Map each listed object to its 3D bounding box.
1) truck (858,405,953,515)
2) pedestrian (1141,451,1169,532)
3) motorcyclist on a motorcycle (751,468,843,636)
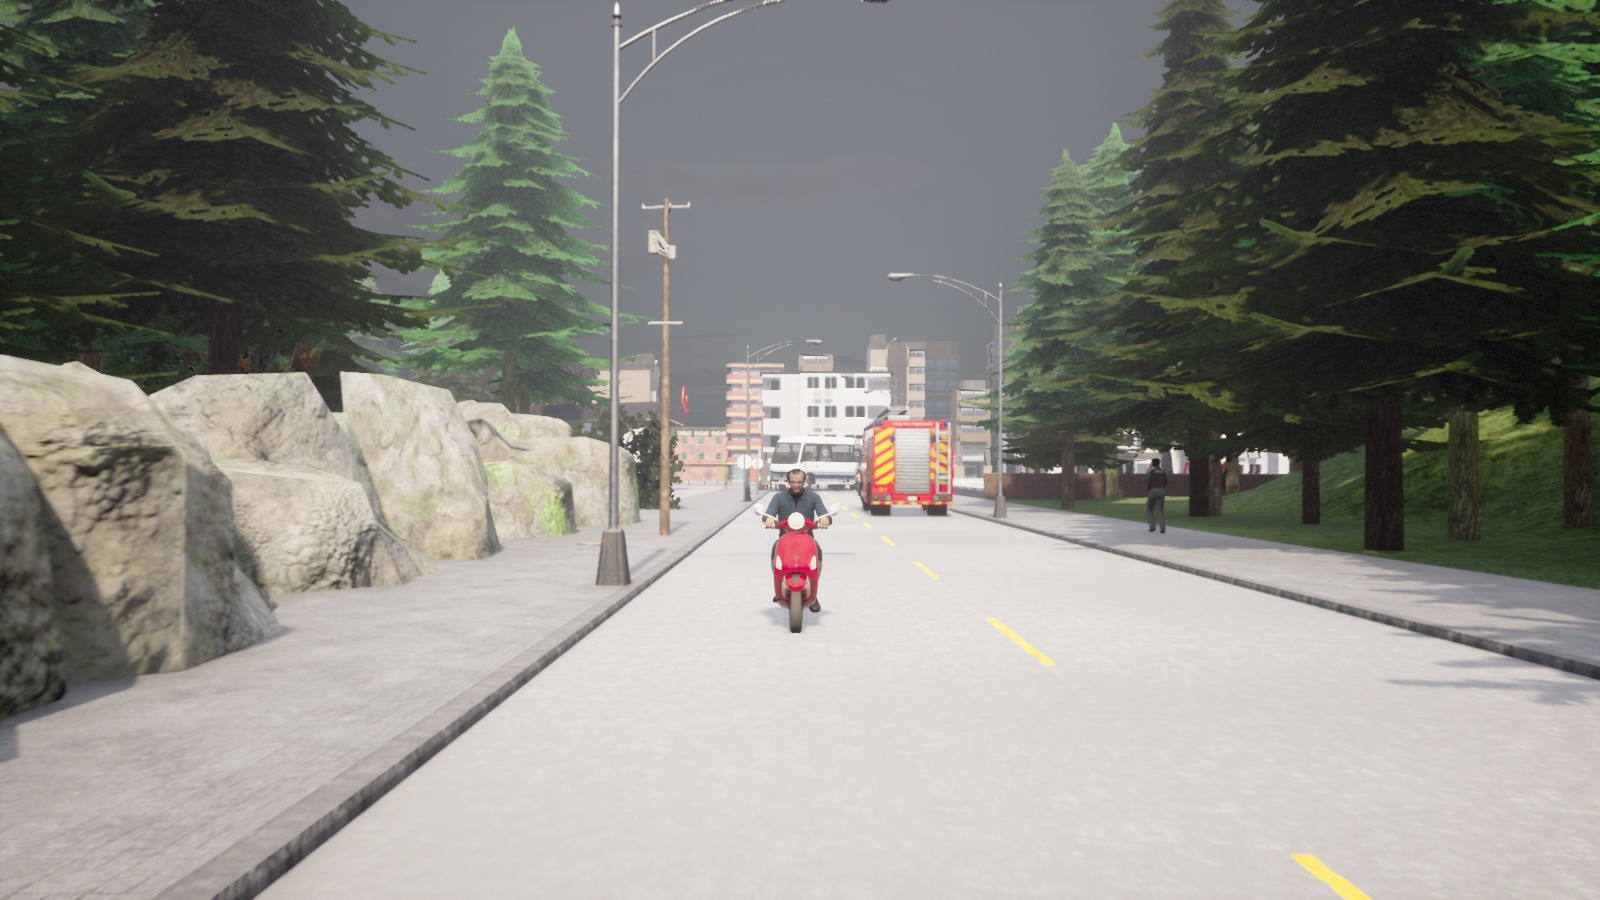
[{"bbox_3d":[3.880,0.437,48.036,2.891,3.827,8.468,0,-1,0],"label":"truck"},{"bbox_3d":[8.594,0.999,30.423,0.402,1.930,0.666,0,-1,-7],"label":"pedestrian"},{"bbox_3d":[-0.031,0.983,12.808,0.866,1.590,1.817,0,-1,0],"label":"motorcyclist on a motorcycle"}]
